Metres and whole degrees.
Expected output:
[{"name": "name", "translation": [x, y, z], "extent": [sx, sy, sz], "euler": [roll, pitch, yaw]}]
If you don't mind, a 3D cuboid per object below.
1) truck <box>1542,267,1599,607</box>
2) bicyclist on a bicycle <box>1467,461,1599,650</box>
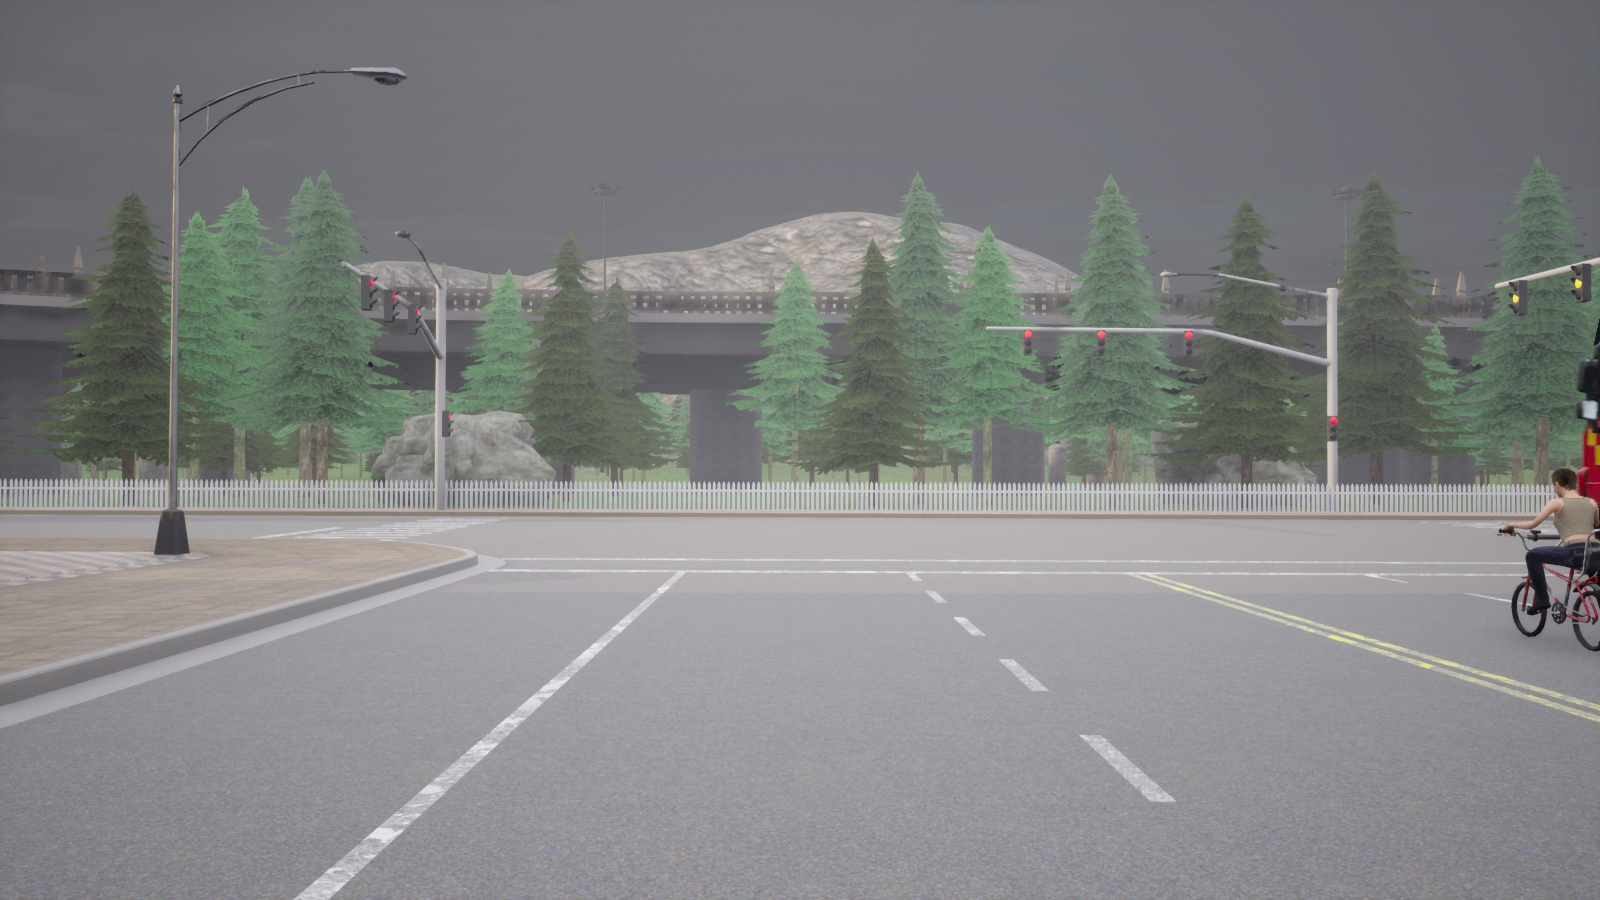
[{"name": "truck", "translation": [10.466, -0.208, 10.965], "extent": [2.891, 3.827, 8.468], "euler": [0, -1, 0]}, {"name": "bicyclist on a bicycle", "translation": [6.975, 0.916, 11.527], "extent": [0.866, 1.612, 1.509], "euler": [0, -1, 0]}]
